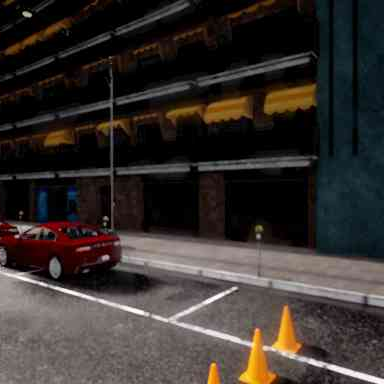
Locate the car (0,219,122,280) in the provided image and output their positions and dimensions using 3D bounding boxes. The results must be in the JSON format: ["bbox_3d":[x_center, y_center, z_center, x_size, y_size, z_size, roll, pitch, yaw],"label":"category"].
[{"bbox_3d":[-4.051,1.568,9.905,4.507,1.381,1.887,0,0,36],"label":"car"}]

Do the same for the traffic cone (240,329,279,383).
[{"bbox_3d":[0.792,1.959,4.024,0.340,0.580,0.340,0,0,36],"label":"traffic cone"}]

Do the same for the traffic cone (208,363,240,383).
[{"bbox_3d":[0.210,1.960,3.211,0.340,0.580,0.340,0,0,36],"label":"traffic cone"}]

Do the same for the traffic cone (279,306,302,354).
[{"bbox_3d":[1.374,1.959,4.838,0.340,0.580,0.340,0,0,36],"label":"traffic cone"}]
